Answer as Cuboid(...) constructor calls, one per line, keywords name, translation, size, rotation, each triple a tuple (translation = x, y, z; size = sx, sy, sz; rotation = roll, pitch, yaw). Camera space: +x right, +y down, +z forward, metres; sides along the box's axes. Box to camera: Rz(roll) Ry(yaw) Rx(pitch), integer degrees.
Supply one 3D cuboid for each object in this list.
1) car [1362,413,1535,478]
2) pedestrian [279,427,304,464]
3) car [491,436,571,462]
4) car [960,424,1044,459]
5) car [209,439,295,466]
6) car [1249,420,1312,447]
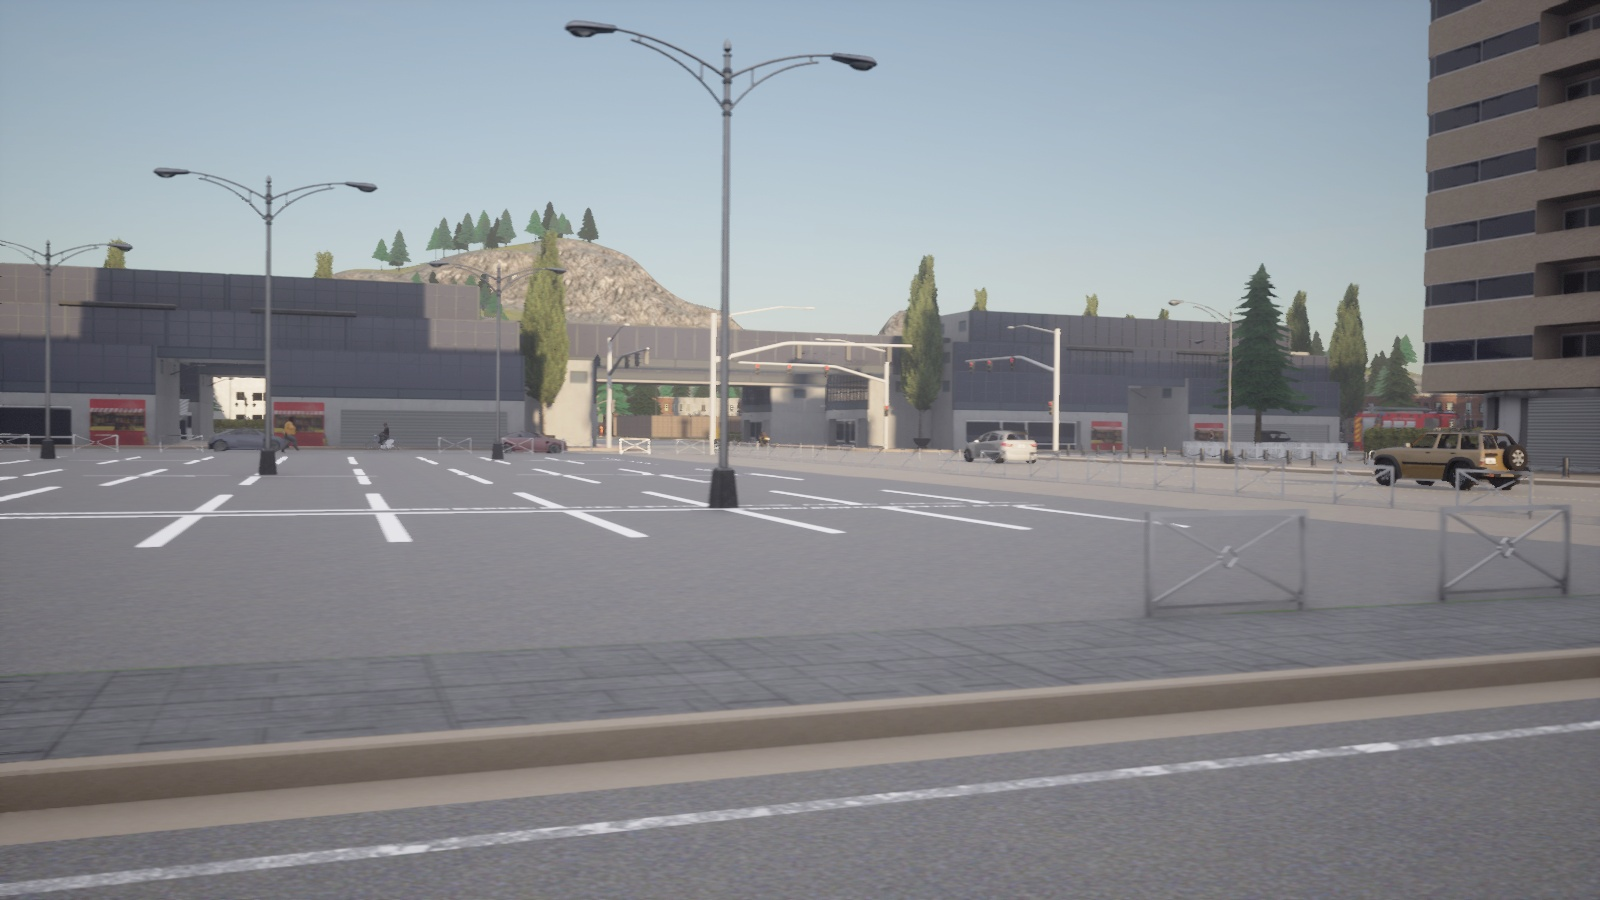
Cuboid(name="car", translation=(19.795, -0.172, 38.581), size=(1.932, 1.855, 4.605), rotation=(-1, 1, -21))
Cuboid(name="pedestrian", translation=(-25.403, -0.235, 62.775), size=(0.900, 1.855, 0.874), rotation=(-1, 1, -5))
Cuboid(name="car", translation=(-15.158, -0.071, 70.803), size=(4.181, 1.385, 1.994), rotation=(-1, 1, -20))
Cuboid(name="car", translation=(10.239, -0.454, 63.998), size=(2.242, 1.667, 4.611), rotation=(-1, 1, -20))
Cuboid(name="car", translation=(-30.195, 0.116, 69.312), size=(4.181, 1.385, 1.994), rotation=(-1, 1, -19))
Cuboid(name="car", translation=(34.167, -1.174, 89.330), size=(3.866, 1.878, 1.905), rotation=(-1, 1, -20))
